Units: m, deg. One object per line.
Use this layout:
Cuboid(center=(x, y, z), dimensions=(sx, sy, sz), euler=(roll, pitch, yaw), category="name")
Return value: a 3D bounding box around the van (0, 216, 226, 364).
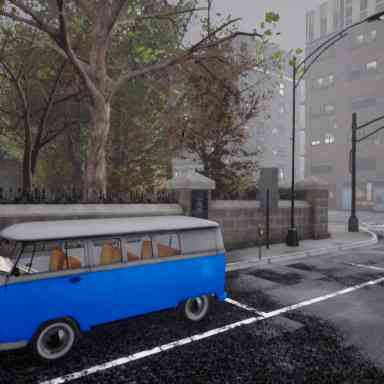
Cuboid(center=(-1.276, 1.342, 5.581), dimensions=(3.998, 1.788, 1.690), euler=(0, 1, -35), category="van")
